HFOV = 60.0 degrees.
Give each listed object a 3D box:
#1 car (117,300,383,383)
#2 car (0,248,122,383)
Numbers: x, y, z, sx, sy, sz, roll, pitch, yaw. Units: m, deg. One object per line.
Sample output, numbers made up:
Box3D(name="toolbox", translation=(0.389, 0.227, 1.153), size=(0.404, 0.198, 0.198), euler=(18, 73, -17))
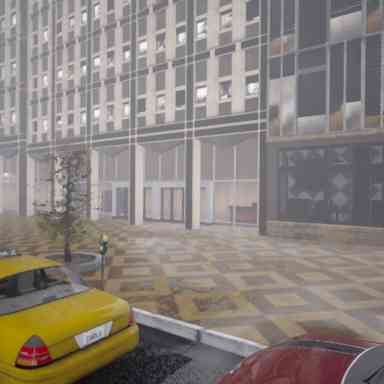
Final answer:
Box3D(name="car", translation=(1.820, 1.440, 1.566), size=(4.097, 1.590, 1.967), euler=(0, 1, 36))
Box3D(name="car", translation=(-2.943, 1.523, 4.967), size=(4.829, 1.417, 1.752), euler=(0, 1, 36))
